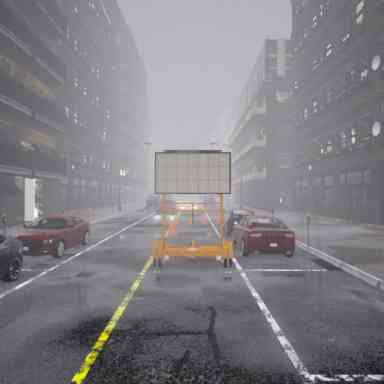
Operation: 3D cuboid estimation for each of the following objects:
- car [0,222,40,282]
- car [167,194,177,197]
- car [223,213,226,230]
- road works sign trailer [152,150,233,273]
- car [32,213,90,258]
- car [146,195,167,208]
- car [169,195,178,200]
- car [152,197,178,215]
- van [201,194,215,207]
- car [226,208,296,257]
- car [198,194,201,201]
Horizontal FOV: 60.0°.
[{"bbox_3d":[-5.291,1.568,7.100,1.947,1.339,4.313,1,0,0],"label":"car"},{"bbox_3d":[-5.139,1.333,75.151,2.192,1.841,5.009,1,0,0],"label":"car"},{"bbox_3d":[2.615,1.555,18.455,2.008,1.369,4.403,1,0,0],"label":"car"},{"bbox_3d":[0.028,0.467,10.636,2.380,3.560,2.880,0,0,0],"label":"road works sign trailer"},{"bbox_3d":[-5.278,1.548,12.771,1.887,1.381,4.507,1,0,0],"label":"car"},{"bbox_3d":[-5.201,1.326,46.796,2.192,1.841,5.009,1,0,0],"label":"car"},{"bbox_3d":[-5.105,1.573,92.163,2.008,1.369,4.403,1,0,0],"label":"car"},{"bbox_3d":[-2.675,1.533,34.294,1.812,1.442,4.674,0,0,0],"label":"car"},{"bbox_3d":[2.691,1.353,52.480,1.690,1.788,3.998,1,0,0],"label":"van"},{"bbox_3d":[2.602,1.548,12.784,1.887,1.381,4.507,1,0,0],"label":"car"},{"bbox_3d":[2.766,1.336,86.505,2.192,1.841,5.009,1,0,0],"label":"car"}]
